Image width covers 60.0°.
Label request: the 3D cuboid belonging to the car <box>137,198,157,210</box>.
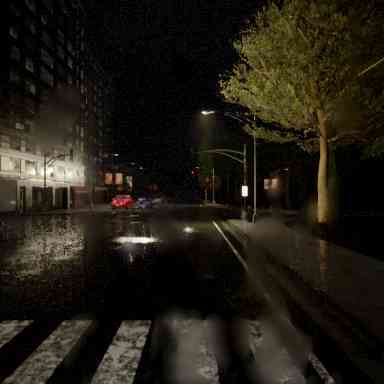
[{"bbox_3d":[-6.488,1.765,46.893,1.812,1.442,4.674,0,-1,0],"label":"car"}]

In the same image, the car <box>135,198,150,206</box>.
[{"bbox_3d":[-9.628,1.931,65.234,2.128,1.511,4.902,0,-1,1],"label":"car"}]

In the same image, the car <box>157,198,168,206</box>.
[{"bbox_3d":[-6.378,1.984,65.001,2.033,1.411,5.357,0,-1,1],"label":"car"}]

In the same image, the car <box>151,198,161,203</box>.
[{"bbox_3d":[-9.538,2.325,89.199,2.033,1.411,5.357,0,-1,0],"label":"car"}]

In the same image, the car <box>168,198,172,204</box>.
[{"bbox_3d":[-6.319,2.075,76.635,1.882,1.535,5.008,0,-1,0],"label":"car"}]

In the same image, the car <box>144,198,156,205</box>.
[{"bbox_3d":[-9.569,2.137,76.606,2.033,1.411,5.357,0,-1,0],"label":"car"}]

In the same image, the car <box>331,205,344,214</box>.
[{"bbox_3d":[23.767,2.946,56.159,2.033,1.411,5.357,0,-2,44],"label":"car"}]

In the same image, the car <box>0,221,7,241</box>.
[{"bbox_3d":[-9.820,1.593,14.135,1.994,1.385,4.181,0,0,0],"label":"car"}]

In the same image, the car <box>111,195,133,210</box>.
[{"bbox_3d":[-9.769,1.461,46.862,2.150,2.045,5.566,0,-1,1],"label":"car"}]
